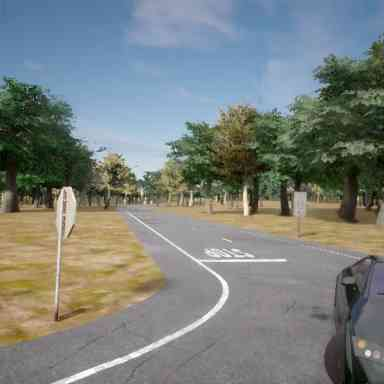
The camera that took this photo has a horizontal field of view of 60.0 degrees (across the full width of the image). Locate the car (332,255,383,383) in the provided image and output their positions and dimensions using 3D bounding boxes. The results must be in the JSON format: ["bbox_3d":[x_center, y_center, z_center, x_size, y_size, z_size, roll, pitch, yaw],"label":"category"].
[{"bbox_3d":[3.076,1.642,4.582,1.994,1.385,4.181,1,-1,22],"label":"car"}]
